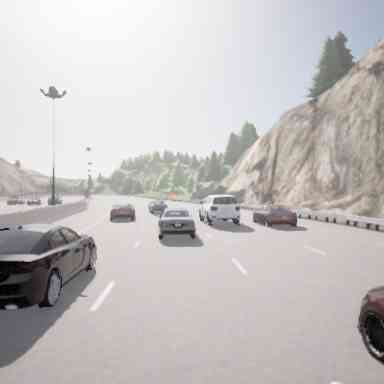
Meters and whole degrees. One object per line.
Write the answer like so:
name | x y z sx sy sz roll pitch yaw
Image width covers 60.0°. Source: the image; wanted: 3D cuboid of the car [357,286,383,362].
car | 3.459 1.559 3.244 1.994 1.385 4.181 0 0 -1

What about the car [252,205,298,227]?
car | 5.539 1.564 22.725 1.994 1.385 4.181 0 0 -7

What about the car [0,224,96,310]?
car | -3.698 1.489 7.920 1.882 1.535 5.008 0 0 -2

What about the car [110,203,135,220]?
car | -5.876 1.590 28.491 1.994 1.385 4.181 0 0 -9

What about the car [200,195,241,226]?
car | 1.883 1.230 24.017 2.150 2.045 5.566 0 0 -7

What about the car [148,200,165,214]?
car | -3.778 1.574 36.670 2.033 1.411 5.357 0 0 -12

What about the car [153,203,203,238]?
car | -0.894 1.558 17.707 2.033 1.411 5.357 0 0 -6
